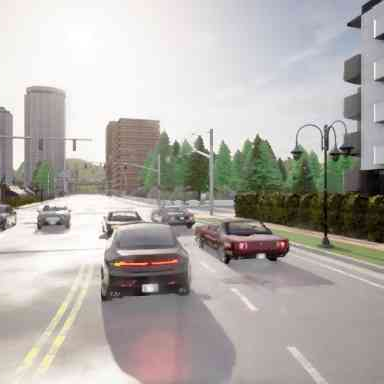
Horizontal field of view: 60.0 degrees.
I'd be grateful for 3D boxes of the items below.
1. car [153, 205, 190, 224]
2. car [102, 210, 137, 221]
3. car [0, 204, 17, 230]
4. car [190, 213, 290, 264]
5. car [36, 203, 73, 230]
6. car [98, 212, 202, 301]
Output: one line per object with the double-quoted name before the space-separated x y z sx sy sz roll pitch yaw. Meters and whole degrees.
"car" -1.337 1.547 21.419 2.033 1.411 5.357 0 0 -18
"car" -3.637 1.601 17.259 1.895 1.301 4.718 0 0 -18
"car" -12.228 1.555 20.713 1.837 1.490 4.892 0 0 -19
"car" 1.503 1.601 11.968 1.895 1.301 4.718 0 0 -14
"car" -8.751 1.493 21.344 2.128 1.511 4.902 0 0 -19
"car" -1.272 1.505 8.443 1.837 1.490 4.892 0 0 -12
